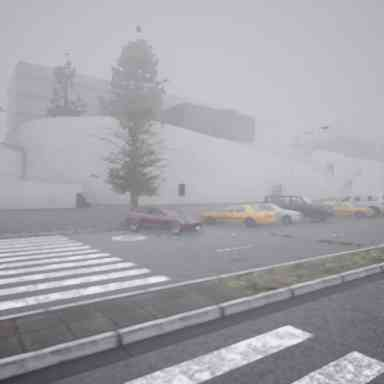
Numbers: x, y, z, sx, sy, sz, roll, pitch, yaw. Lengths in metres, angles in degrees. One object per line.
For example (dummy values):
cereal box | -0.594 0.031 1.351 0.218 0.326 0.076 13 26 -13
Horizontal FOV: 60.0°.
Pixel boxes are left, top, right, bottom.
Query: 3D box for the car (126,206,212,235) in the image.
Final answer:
car | -1.639 1.553 19.052 4.792 1.488 2.163 -1 -1 35

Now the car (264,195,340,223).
car | 8.149 1.273 26.021 5.566 2.045 2.435 -1 -1 35

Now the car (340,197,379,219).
car | 13.169 1.490 29.409 5.366 1.575 1.946 -1 -1 35

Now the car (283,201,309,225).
car | 5.674 1.566 24.292 4.674 1.452 2.002 -1 -1 35

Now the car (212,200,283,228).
car | 3.073 1.528 22.647 5.366 1.575 1.946 -1 -1 35

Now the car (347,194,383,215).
car | 15.437 1.225 31.269 5.566 2.045 2.435 -1 0 35
